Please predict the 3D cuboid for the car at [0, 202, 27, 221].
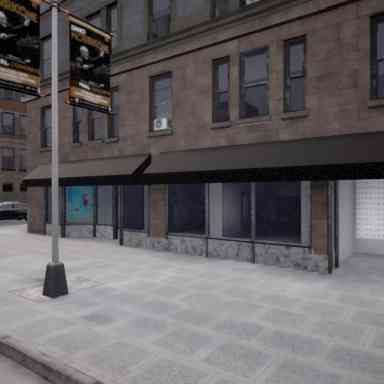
[{"bbox_3d":[-14.125,1.545,25.231,1.837,1.490,4.892,0,0,37],"label":"car"}]
